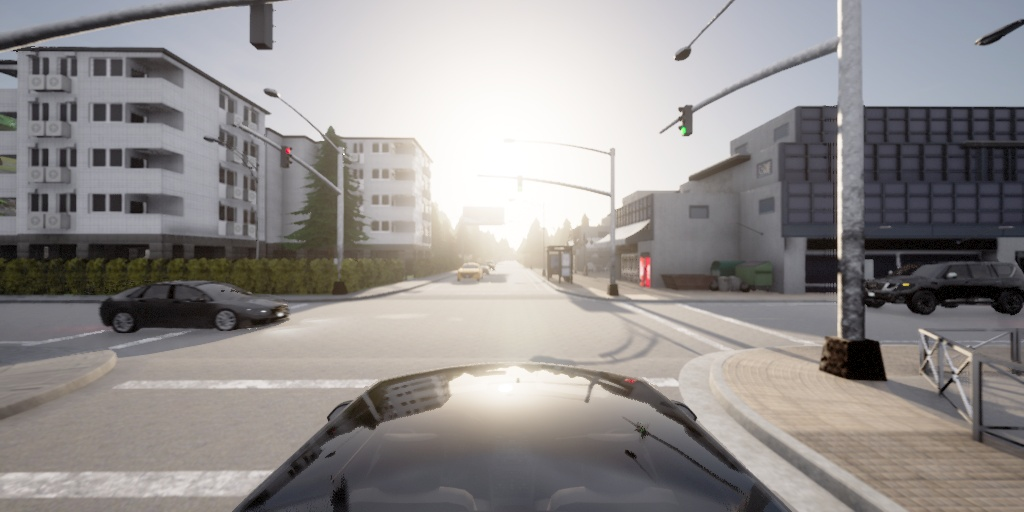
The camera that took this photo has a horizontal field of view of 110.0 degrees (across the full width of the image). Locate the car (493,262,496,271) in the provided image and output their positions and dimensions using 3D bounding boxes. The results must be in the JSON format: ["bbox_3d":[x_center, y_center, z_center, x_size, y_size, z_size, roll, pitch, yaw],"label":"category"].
[{"bbox_3d":[-3.625,1.593,57.722,1.837,1.490,4.892,0,0,0],"label":"car"}]

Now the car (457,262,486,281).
[{"bbox_3d":[-3.662,1.380,31.821,1.882,1.535,5.008,0,0,0],"label":"car"}]

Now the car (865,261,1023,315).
[{"bbox_3d":[17.487,1.216,14.695,5.566,2.045,2.150,0,0,0],"label":"car"}]

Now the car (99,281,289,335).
[{"bbox_3d":[-9.521,1.525,10.966,4.892,1.490,1.837,0,-1,0],"label":"car"}]

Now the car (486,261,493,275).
[{"bbox_3d":[-3.669,1.518,42.078,1.994,1.385,4.181,0,0,1],"label":"car"}]
